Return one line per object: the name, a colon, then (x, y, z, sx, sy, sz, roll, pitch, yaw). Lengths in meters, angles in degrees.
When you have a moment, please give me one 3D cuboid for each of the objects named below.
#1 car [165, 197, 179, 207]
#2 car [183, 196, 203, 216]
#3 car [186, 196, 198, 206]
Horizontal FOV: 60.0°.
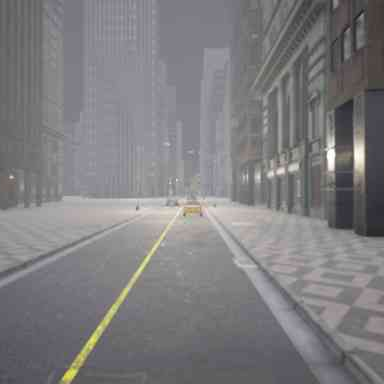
car: (-3.051, 1.547, 51.786, 1.812, 1.442, 4.674, 0, 0, 0)
car: (0.083, 1.471, 32.719, 1.801, 1.575, 5.366, 0, 0, 0)
car: (0.001, 1.449, 56.048, 2.033, 1.649, 4.856, 0, 0, 0)
